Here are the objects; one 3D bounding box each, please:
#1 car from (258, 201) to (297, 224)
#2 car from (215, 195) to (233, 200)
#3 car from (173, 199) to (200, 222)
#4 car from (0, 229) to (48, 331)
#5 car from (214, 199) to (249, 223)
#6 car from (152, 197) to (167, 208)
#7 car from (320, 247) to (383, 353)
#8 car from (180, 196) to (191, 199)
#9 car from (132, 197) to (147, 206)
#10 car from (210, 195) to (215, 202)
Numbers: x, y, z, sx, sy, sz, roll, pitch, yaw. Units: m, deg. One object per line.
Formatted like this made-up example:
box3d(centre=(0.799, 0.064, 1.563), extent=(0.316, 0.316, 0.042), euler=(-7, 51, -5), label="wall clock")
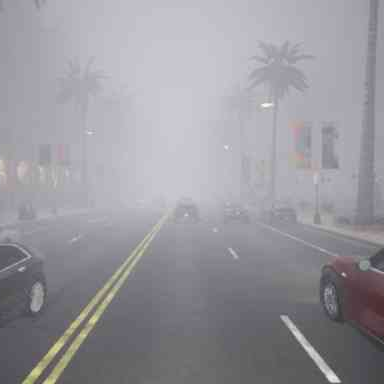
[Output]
box3d(centre=(6.074, 1.434, 24.061), extent=(2.231, 1.521, 4.892), euler=(0, 0, -1), label="car")
box3d(centre=(5.425, 1.280, 53.429), extent=(2.185, 1.767, 4.553), euler=(0, 0, -1), label="car")
box3d(centre=(-0.465, 1.473, 26.248), extent=(1.837, 1.490, 4.892), euler=(0, -2, -1), label="car")
box3d(centre=(-3.685, 1.514, 4.626), extent=(1.837, 1.490, 4.892), euler=(0, 0, -1), label="car")
box3d(centre=(3.058, 1.510, 25.261), extent=(2.033, 1.411, 5.357), euler=(0, 0, -1), label="car")
box3d(centre=(-4.644, 1.473, 48.577), extent=(1.837, 1.490, 4.892), euler=(0, 0, -1), label="car")
box3d(centre=(3.407, 1.335, 4.326), extent=(2.097, 1.767, 4.553), euler=(0, 0, 0), label="car")
box3d(centre=(-0.789, 1.312, 40.702), extent=(2.097, 1.767, 4.553), euler=(0, 0, -1), label="car")
box3d(centre=(-8.229, 1.501, 53.049), extent=(1.812, 1.442, 4.674), euler=(0, 0, -1), label="car")
box3d(centre=(5.242, 1.417, 75.360), extent=(2.161, 1.482, 4.786), euler=(0, 0, -1), label="car")
